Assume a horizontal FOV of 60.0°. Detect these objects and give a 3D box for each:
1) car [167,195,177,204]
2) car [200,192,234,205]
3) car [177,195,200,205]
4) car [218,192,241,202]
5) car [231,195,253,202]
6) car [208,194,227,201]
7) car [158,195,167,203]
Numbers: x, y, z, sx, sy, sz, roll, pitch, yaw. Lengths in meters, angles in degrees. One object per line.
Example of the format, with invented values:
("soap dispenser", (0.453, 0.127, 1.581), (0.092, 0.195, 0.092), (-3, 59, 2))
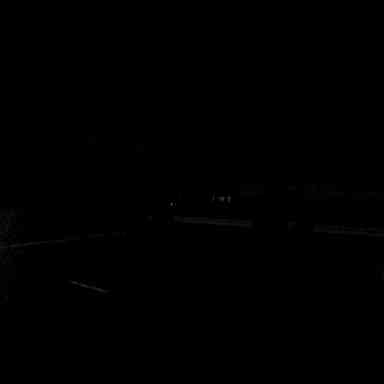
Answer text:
("car", (-1.695, 1.284, 58.521), (1.812, 1.442, 4.674), (0, 0, 36))
("car", (4.152, 1.031, 54.699), (2.150, 2.045, 5.566), (0, 0, 36))
("car", (0.212, 1.383, 55.226), (1.895, 1.301, 4.718), (0, 0, 36))
("car", (8.021, 0.988, 71.104), (2.150, 2.045, 5.566), (1, 0, 41))
("car", (10.325, 1.326, 68.440), (2.033, 1.411, 5.357), (1, 0, 41))
("car", (5.763, 1.263, 73.822), (1.812, 1.442, 4.674), (1, 0, 41))
("car", (-4.167, 1.224, 61.056), (2.128, 1.511, 4.902), (0, 0, 36))
